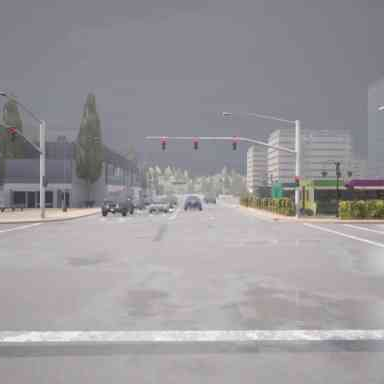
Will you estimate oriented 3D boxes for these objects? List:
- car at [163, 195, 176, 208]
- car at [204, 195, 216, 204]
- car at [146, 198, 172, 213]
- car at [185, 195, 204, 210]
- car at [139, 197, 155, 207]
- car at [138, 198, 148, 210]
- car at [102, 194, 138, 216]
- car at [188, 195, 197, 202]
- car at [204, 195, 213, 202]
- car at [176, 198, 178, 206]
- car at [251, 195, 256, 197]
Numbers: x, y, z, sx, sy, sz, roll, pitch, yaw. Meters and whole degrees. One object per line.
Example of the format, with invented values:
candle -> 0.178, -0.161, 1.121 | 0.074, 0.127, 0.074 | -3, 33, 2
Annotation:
car -> -3.563, 1.505, 46.040 | 1.837, 1.490, 4.892 | 0, 0, 0
car -> 3.549, 1.491, 63.596 | 2.128, 1.511, 4.902 | 0, 0, 0
car -> -3.572, 1.601, 36.725 | 1.895, 1.301, 4.718 | 0, 0, 0
car -> 0.130, 1.352, 42.965 | 2.097, 1.767, 4.553 | 0, 0, 0
car -> -7.050, 1.564, 52.232 | 1.994, 1.385, 4.181 | 0, 0, 0
car -> -7.067, 1.491, 42.275 | 2.128, 1.511, 4.902 | 0, 0, 0
car -> -7.088, 1.221, 32.387 | 2.150, 2.045, 5.566 | 0, 0, 1
car -> 0.060, 1.478, 73.864 | 1.882, 1.535, 5.008 | 0, 0, 0
car -> 3.557, 1.397, 73.872 | 1.812, 1.442, 4.674 | 0, 0, 0
car -> -3.540, 1.352, 55.904 | 2.097, 1.767, 4.553 | 0, 0, 0
car -> 17.836, 1.153, 86.753 | 4.605, 1.855, 1.932 | 0, 0, -1
